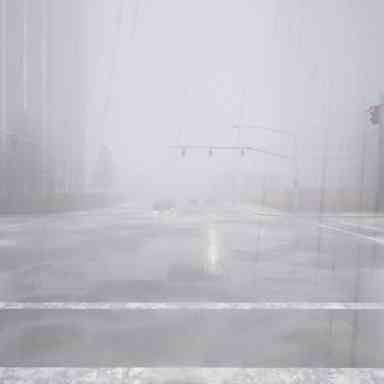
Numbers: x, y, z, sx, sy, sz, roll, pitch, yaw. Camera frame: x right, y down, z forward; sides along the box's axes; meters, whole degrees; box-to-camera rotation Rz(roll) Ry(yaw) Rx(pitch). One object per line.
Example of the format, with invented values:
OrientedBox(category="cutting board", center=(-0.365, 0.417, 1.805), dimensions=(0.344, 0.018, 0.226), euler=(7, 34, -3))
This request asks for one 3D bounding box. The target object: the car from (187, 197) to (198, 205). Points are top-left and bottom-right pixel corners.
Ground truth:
OrientedBox(category="car", center=(0.132, 1.600, 59.379), dimensions=(1.895, 1.301, 4.718), euler=(0, 0, 0))

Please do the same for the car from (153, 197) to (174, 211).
OrientedBox(category="car", center=(-3.577, 1.564, 40.754), dimensions=(1.994, 1.385, 4.181), euler=(0, 0, 0))

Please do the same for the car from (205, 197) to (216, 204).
OrientedBox(category="car", center=(3.535, 1.601, 64.979), dimensions=(1.895, 1.301, 4.718), euler=(0, 0, 0))
